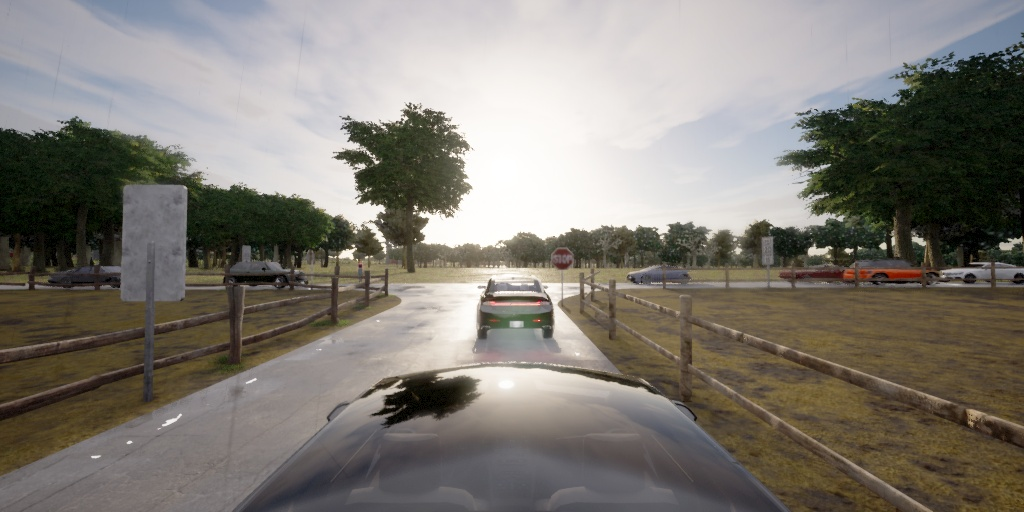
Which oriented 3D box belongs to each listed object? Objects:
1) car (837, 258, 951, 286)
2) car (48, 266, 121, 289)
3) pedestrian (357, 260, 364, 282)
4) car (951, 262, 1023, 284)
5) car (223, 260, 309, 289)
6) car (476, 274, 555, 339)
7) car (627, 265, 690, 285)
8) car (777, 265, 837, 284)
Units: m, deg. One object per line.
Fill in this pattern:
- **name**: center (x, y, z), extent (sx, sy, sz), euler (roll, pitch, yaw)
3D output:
- **car**: center (24.082, 0.978, 22.776), extent (4.553, 1.767, 2.097), euler (0, -2, 2)
- **car**: center (-25.893, 1.315, 22.831), extent (5.357, 1.411, 2.033), euler (0, -2, 0)
- **pedestrian**: center (-12.189, 1.189, 28.848), extent (0.375, 1.860, 0.375), euler (0, -1, 0)
- **car**: center (32.642, 1.170, 24.938), extent (4.674, 1.442, 1.812), euler (0, -2, 8)
- **car**: center (-15.517, 1.123, 22.820), extent (4.553, 1.767, 2.097), euler (0, -2, 1)
- **car**: center (0.041, 1.255, 10.106), extent (2.128, 1.511, 4.902), euler (0, 0, -1)
- **car**: center (10.417, 1.332, 25.675), extent (4.181, 1.385, 1.994), euler (0, -2, -3)
- **car**: center (21.985, 1.316, 25.743), extent (4.718, 1.301, 1.895), euler (0, -2, 2)
